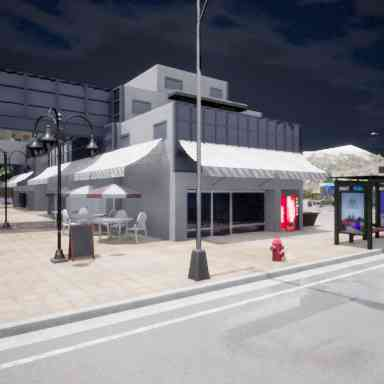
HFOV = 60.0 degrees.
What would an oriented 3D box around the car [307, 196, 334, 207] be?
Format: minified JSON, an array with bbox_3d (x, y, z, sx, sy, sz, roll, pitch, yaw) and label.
[{"bbox_3d":[19.184,1.345,48.811,5.027,1.636,2.152,0,0,-36],"label":"car"}]

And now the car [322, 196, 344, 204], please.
[{"bbox_3d":[28.470,1.490,66.923,4.514,1.523,2.007,0,0,-36],"label":"car"}]
